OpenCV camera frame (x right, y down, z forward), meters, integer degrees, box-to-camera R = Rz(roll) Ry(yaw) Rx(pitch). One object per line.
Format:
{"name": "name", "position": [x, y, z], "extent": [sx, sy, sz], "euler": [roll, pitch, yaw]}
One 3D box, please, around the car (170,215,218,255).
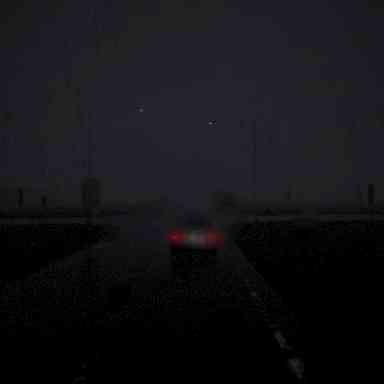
{"name": "car", "position": [0.105, 1.677, 13.963], "extent": [2.033, 1.411, 5.357], "euler": [0, 0, 1]}

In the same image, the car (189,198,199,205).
{"name": "car", "position": [0.608, 2.174, 74.671], "extent": [1.812, 1.442, 4.674], "euler": [0, 0, 5]}
